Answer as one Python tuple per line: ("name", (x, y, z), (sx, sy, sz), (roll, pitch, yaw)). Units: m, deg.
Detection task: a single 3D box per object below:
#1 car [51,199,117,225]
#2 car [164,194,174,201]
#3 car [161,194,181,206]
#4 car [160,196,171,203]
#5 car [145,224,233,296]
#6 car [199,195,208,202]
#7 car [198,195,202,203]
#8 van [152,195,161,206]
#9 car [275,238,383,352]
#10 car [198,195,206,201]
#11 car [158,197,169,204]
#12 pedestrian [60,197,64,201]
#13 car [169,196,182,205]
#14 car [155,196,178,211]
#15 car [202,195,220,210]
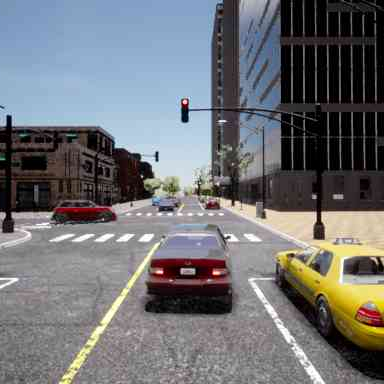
("car", (-7.865, 1.375, 24.485), (4.553, 1.767, 2.097), (-1, 0, -16))
("car", (-5.705, 1.348, 82.883), (2.192, 1.841, 5.009), (1, 0, 0))
("car", (-3.113, 1.371, 51.013), (2.097, 1.767, 4.553), (0, 0, 0))
("car", (-5.705, 1.594, 71.815), (1.947, 1.339, 4.313), (1, 0, 0))
("car", (0.072, 1.550, 8.803), (2.033, 1.411, 5.357), (0, 0, 3))
("car", (2.674, 1.556, 77.510), (1.752, 1.417, 4.829), (1, 0, 0))
("car", (2.676, 1.553, 71.976), (1.752, 1.417, 4.829), (1, 0, 0))
("van", (-5.696, 1.362, 55.212), (1.690, 1.788, 3.998), (1, 0, 0))
("car", (2.836, 1.527, 6.353), (1.752, 1.417, 4.829), (1, 0, 0))
("car", (2.670, 1.580, 88.410), (1.887, 1.381, 4.507), (1, 0, 0))
("car", (-5.703, 1.608, 66.280), (1.802, 1.307, 4.206), (1, 0, 0))
("pedestrian", (-12.556, 1.369, 32.120), (0.375, 1.860, 0.375), (0, 0, 1))
("car", (-3.088, 1.515, 61.390), (2.128, 1.511, 4.902), (0, 0, 0))
("car", (-3.138, 1.562, 41.114), (2.033, 1.411, 5.357), (0, 0, -3))
("car", (2.687, 1.456, 44.131), (1.967, 1.590, 4.097), (1, 0, 0))
